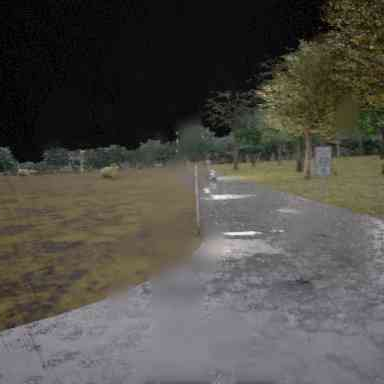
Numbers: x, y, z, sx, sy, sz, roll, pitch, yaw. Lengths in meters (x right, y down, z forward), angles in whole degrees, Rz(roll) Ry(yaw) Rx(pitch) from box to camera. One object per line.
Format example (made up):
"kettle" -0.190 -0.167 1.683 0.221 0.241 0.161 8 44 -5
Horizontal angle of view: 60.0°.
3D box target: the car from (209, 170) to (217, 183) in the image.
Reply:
"car" 1.977 -1.918 40.694 2.128 1.511 4.902 -3 5 0
